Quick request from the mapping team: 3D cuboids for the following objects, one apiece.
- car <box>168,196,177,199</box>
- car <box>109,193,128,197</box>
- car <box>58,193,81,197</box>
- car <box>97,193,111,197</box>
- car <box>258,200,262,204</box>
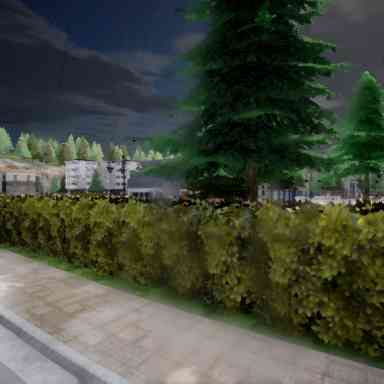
[{"bbox_3d":[-3.305,1.374,56.063,1.845,1.501,3.633,0,0,43],"label":"car"},{"bbox_3d":[-10.572,1.384,52.725,1.970,1.475,3.806,0,0,43],"label":"car"},{"bbox_3d":[-28.382,1.154,79.442,2.152,1.636,5.027,0,0,43],"label":"car"},{"bbox_3d":[-16.701,1.097,68.943,1.932,1.855,4.605,0,0,43],"label":"car"},{"bbox_3d":[9.644,1.352,44.205,2.097,1.767,4.553,0,0,43],"label":"car"}]
